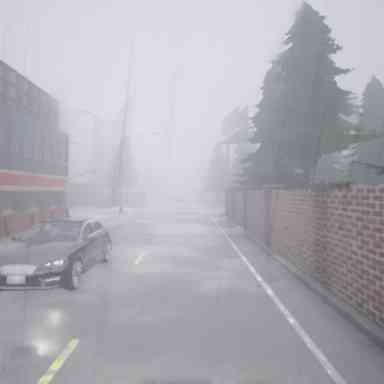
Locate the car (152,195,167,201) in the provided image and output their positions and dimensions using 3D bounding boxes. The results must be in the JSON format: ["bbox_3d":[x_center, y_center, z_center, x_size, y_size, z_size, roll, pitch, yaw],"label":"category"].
[{"bbox_3d":[-7.445,1.374,76.059,1.994,1.385,4.181,0,0,-34],"label":"car"}]

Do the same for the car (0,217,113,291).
[{"bbox_3d":[-3.503,1.482,9.080,2.128,1.511,4.902,0,0,0],"label":"car"}]

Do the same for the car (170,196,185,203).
[{"bbox_3d":[-2.969,1.535,66.891,1.895,1.301,4.718,0,0,-22],"label":"car"}]
